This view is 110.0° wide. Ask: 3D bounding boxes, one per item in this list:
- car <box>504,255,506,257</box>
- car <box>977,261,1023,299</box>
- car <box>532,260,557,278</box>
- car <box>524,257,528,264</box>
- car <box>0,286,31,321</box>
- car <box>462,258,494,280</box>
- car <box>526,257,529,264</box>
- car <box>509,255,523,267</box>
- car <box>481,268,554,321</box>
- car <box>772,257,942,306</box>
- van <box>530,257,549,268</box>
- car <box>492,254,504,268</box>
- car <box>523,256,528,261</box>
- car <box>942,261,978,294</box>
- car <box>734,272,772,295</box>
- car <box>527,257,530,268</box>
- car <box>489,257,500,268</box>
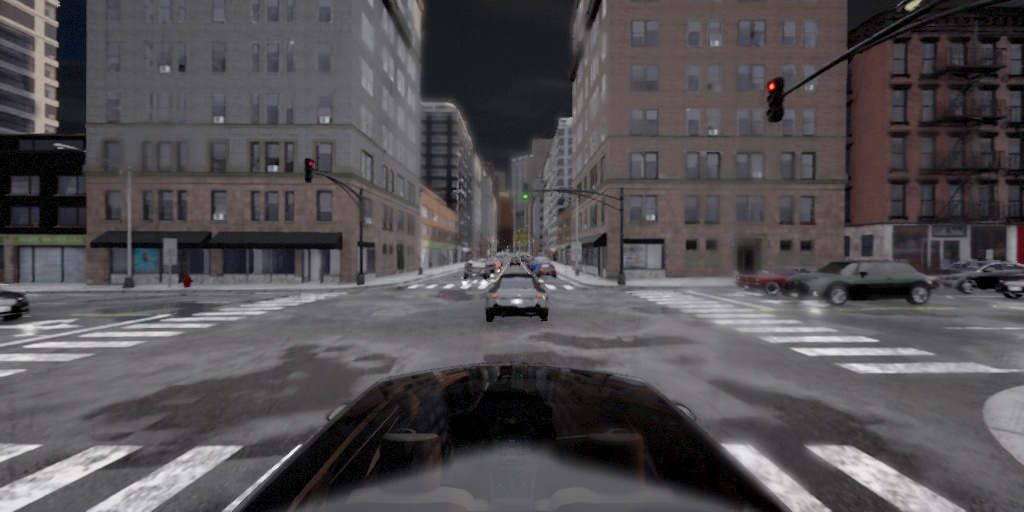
[{"bbox_3d":[-2.471,0.989,59.682,1.882,1.535,5.008,0,0,1],"label":"car"},{"bbox_3d":[22.441,1.017,14.244,4.902,1.511,2.128,0,0,0],"label":"car"},{"bbox_3d":[3.044,1.260,32.244,1.802,1.307,4.207,0,0,1],"label":"car"},{"bbox_3d":[3.241,1.163,54.455,1.802,1.307,4.207,0,0,1],"label":"car"},{"bbox_3d":[-17.863,1.365,10.996,4.902,1.511,2.128,0,0,4],"label":"car"},{"bbox_3d":[-2.830,1.178,30.068,1.812,1.442,4.674,0,0,2],"label":"car"},{"bbox_3d":[3.192,1.195,48.904,1.802,1.307,4.207,0,0,1],"label":"car"},{"bbox_3d":[0.543,1.027,60.519,1.837,1.490,4.892,0,0,1],"label":"car"},{"bbox_3d":[0.173,1.290,12.450,1.994,1.385,4.181,0,0,1],"label":"car"},{"bbox_3d":[13.488,0.951,14.277,4.553,1.767,2.097,0,0,0],"label":"car"},{"bbox_3d":[3.093,0.998,37.796,1.690,1.789,3.998,0,0,1],"label":"van"},{"bbox_3d":[-2.616,0.927,49.626,2.097,1.767,4.553,0,0,1],"label":"car"},{"bbox_3d":[3.290,1.124,60.011,1.802,1.307,4.207,0,0,1],"label":"car"},{"bbox_3d":[22.695,0.996,17.493,4.902,1.511,2.128,-1,0,0],"label":"car"},{"bbox_3d":[13.653,1.180,17.529,4.718,1.301,1.895,0,0,0],"label":"car"},{"bbox_3d":[3.142,1.182,43.347,1.888,1.381,4.507,0,0,1],"label":"car"},{"bbox_3d":[-2.742,1.164,39.718,2.033,1.411,5.357,0,0,0],"label":"car"}]
